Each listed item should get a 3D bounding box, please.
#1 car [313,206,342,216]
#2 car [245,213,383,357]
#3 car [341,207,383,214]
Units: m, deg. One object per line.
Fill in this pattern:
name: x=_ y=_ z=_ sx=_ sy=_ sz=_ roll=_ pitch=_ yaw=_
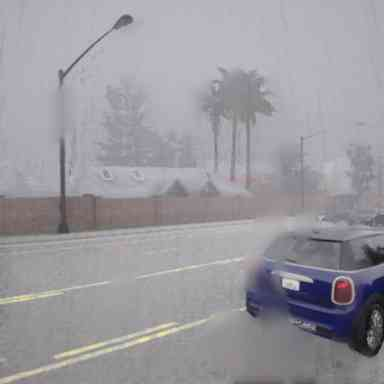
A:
car: x=12.648 y=2.047 z=29.857 sx=4.902 sy=1.511 sz=2.128 roll=1 pitch=-2 yaw=-43
car: x=3.142 y=1.466 z=6.528 sx=4.553 sy=1.767 sz=2.097 roll=1 pitch=-2 yaw=-40
car: x=13.976 y=1.982 z=26.309 sx=4.892 sy=1.490 sz=1.837 roll=1 pitch=-2 yaw=-43
